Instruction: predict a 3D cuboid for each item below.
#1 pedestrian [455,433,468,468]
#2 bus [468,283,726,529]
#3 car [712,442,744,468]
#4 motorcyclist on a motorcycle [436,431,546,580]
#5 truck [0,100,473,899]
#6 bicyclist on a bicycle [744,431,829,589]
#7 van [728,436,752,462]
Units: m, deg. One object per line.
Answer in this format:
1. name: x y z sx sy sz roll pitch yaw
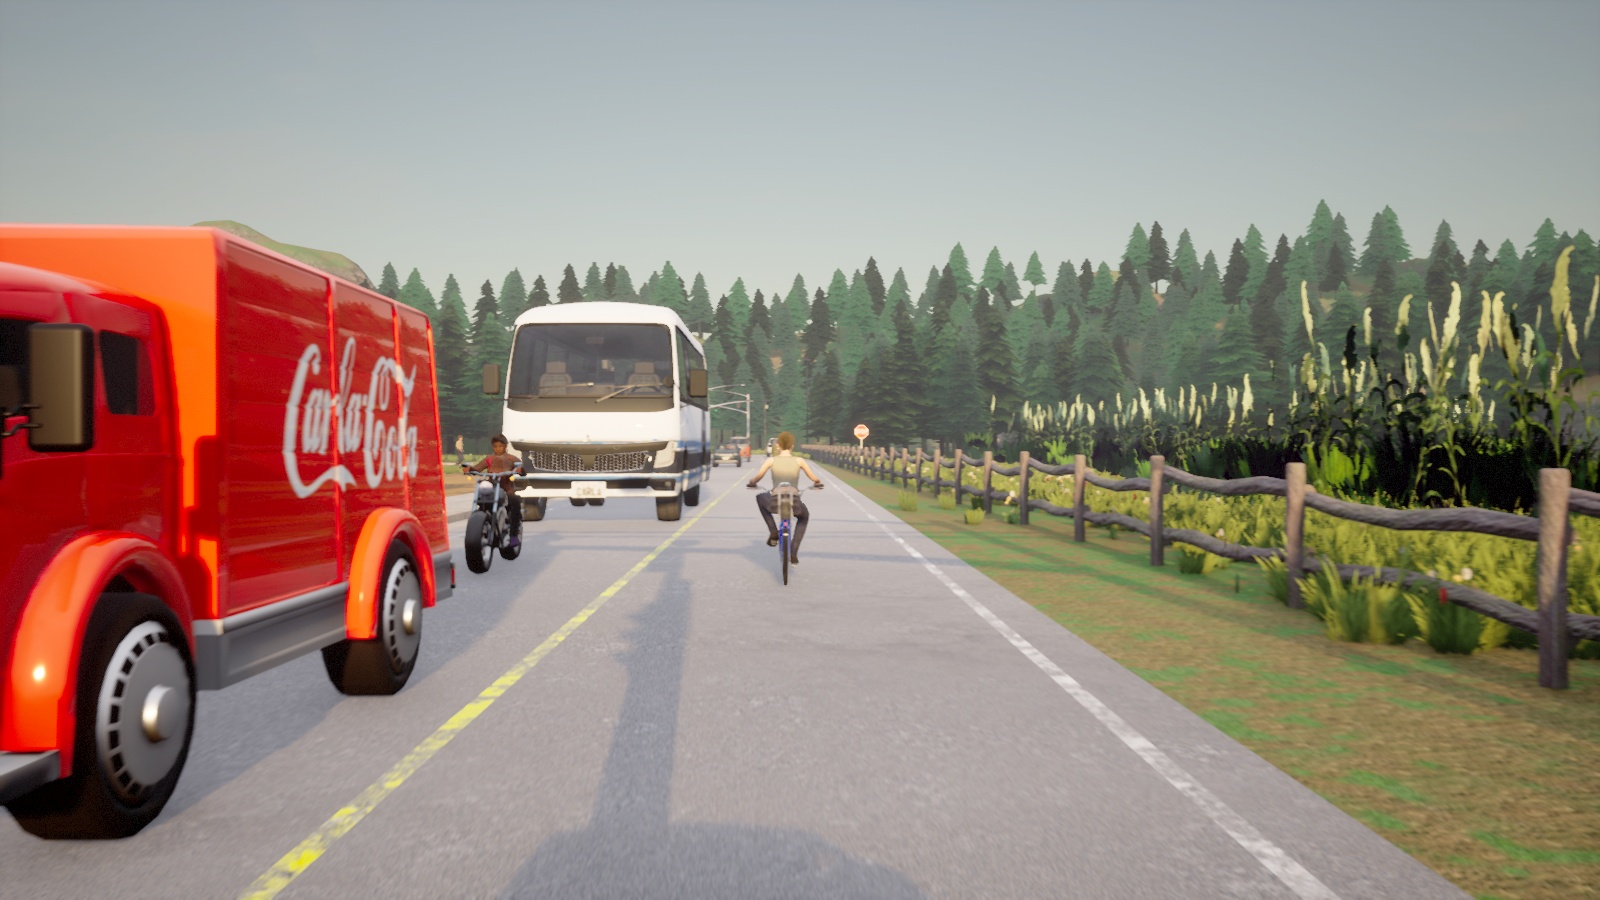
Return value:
1. pedestrian: -17.930 0.019 66.510 0.594 1.836 0.345 0 0 22
2. bus: -3.808 -0.784 26.795 3.944 4.253 10.273 0 0 -1
3. car: -4.396 0.288 76.992 1.789 1.549 3.705 0 0 -1
4. motorcyclist on a motorcycle: -3.672 0.609 15.140 0.766 1.649 2.350 0 1 -1
5. truck: -3.570 0.223 6.162 2.627 2.467 5.204 0 0 -1
6. bicyclist on a bicycle: -0.149 0.606 13.567 0.866 1.612 1.509 0 0 -1
7. van: -4.638 -0.057 97.622 1.775 1.987 4.442 0 0 -1
